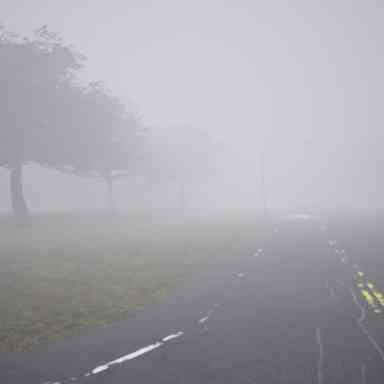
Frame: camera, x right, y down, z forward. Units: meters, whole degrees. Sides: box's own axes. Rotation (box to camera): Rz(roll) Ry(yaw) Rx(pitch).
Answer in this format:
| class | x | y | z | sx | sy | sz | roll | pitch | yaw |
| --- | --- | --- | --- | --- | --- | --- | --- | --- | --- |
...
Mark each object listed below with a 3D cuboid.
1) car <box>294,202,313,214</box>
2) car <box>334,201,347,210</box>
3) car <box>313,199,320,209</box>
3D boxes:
| class | x | y | z | sx | sy | sz | roll | pitch | yaw |
| --- | --- | --- | --- | --- | --- | --- | --- | --- | --- |
| car | 16.806 | 2.609 | 50.835 | 2.128 | 1.511 | 4.902 | -4 | -2 | 21 |
| car | 27.148 | 2.463 | 60.765 | 2.128 | 1.511 | 4.902 | -3 | -2 | 18 |
| car | 27.196 | 2.958 | 73.704 | 2.128 | 1.511 | 4.902 | -3 | -2 | 24 |
